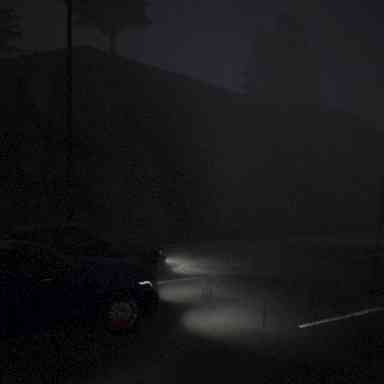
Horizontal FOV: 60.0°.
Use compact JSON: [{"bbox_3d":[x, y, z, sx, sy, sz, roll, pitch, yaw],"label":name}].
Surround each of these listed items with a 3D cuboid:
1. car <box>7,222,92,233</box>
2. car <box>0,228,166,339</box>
[{"bbox_3d":[-3.457,1.539,8.885,5.357,1.411,2.033,0,0,-24],"label":"car"},{"bbox_3d":[-2.876,1.523,5.393,4.674,1.442,1.812,0,0,-23],"label":"car"}]
